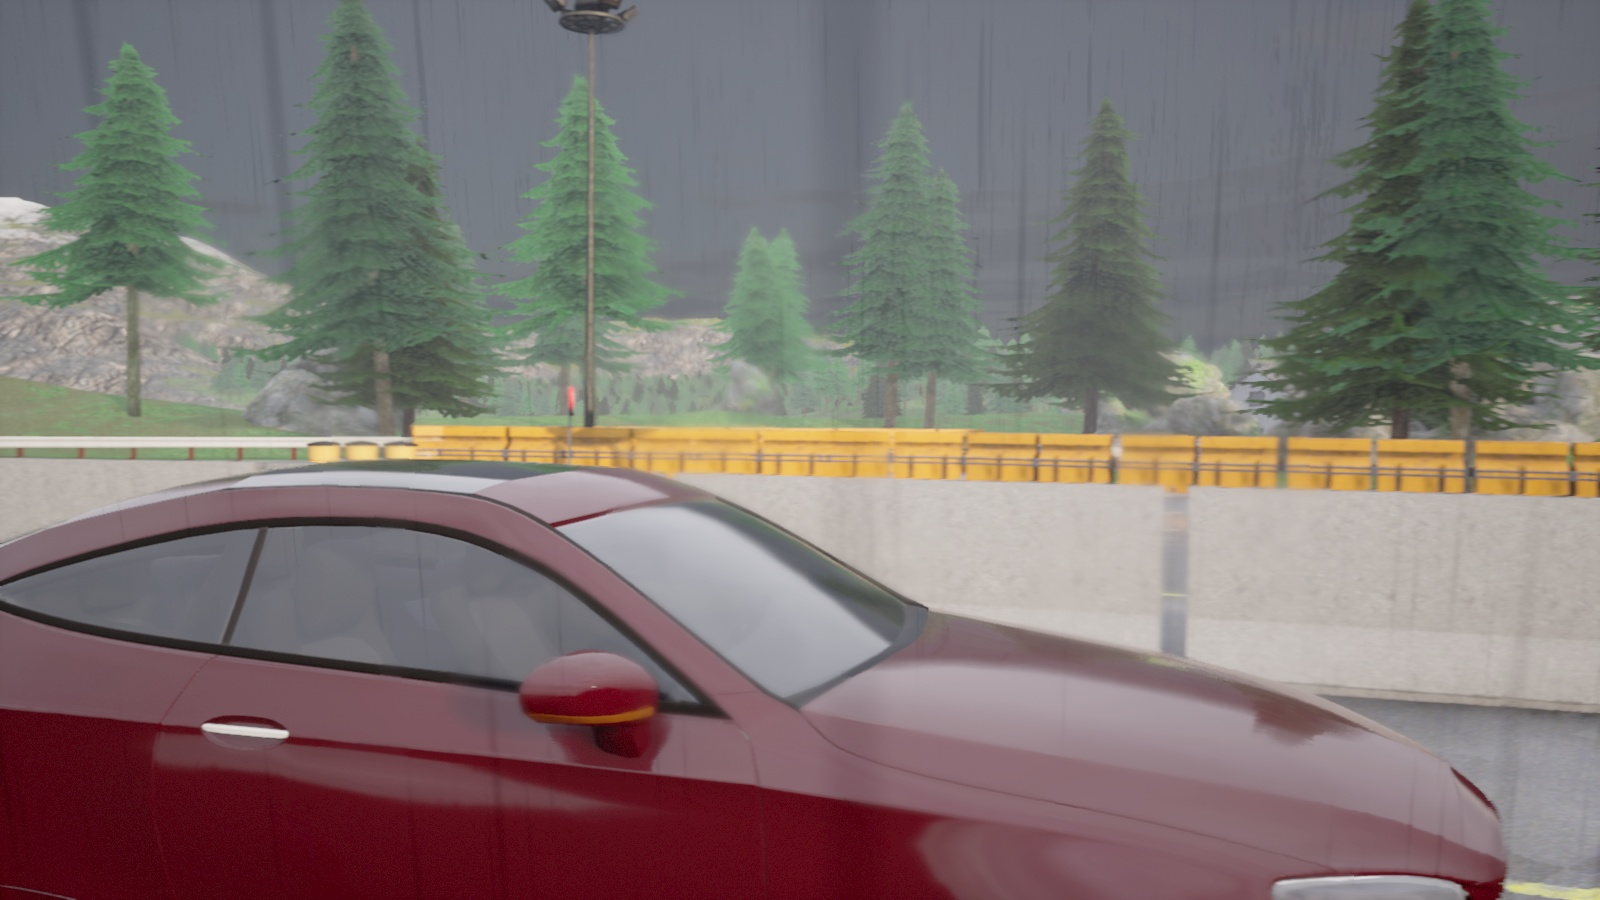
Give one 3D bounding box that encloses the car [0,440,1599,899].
[{"bbox_3d":[-0.688,0.759,3.449,4.674,1.442,1.812,2,2,16],"label":"car"}]
